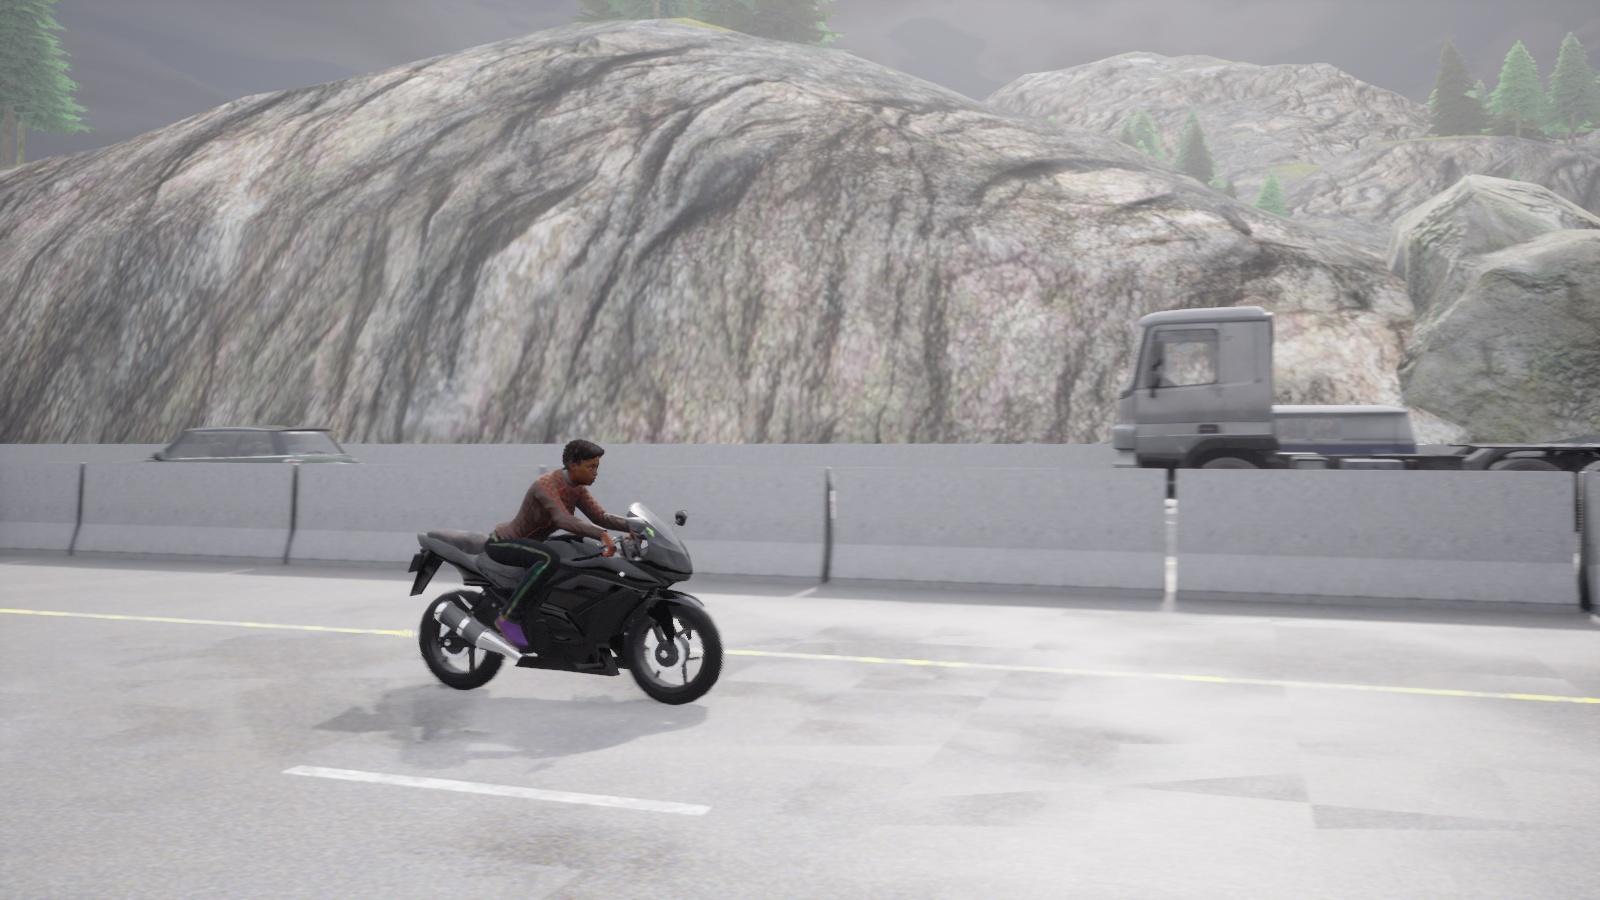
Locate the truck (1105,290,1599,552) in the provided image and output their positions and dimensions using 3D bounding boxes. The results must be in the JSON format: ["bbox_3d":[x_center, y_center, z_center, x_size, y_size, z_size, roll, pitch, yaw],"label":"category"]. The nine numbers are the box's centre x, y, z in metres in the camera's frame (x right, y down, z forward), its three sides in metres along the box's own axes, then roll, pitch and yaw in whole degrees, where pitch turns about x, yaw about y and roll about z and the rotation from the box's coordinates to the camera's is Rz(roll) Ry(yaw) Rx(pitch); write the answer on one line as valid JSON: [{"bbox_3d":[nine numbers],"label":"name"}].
[{"bbox_3d":[8.747,-0.422,18.698,7.936,3.462,2.891,1,1,19],"label":"truck"}]

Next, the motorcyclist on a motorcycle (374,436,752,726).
[{"bbox_3d":[-1.381,0.686,7.350,2.044,1.523,0.797,1,1,19],"label":"motorcyclist on a motorcycle"}]

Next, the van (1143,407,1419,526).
[{"bbox_3d":[8.494,0.251,22.486,4.442,1.987,1.775,1,1,19],"label":"van"}]

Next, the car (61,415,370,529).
[{"bbox_3d":[-9.880,0.307,21.285,4.553,1.767,2.097,1,1,19],"label":"car"}]
